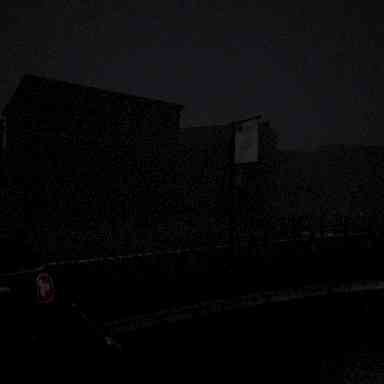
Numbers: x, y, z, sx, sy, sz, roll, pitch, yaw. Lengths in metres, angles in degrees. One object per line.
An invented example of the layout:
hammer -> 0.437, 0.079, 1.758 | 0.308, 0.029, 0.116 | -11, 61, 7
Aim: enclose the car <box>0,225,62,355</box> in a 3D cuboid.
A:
car -> -3.787, 1.347, 5.644 | 2.185, 1.767, 4.553 | 0, 0, -36
